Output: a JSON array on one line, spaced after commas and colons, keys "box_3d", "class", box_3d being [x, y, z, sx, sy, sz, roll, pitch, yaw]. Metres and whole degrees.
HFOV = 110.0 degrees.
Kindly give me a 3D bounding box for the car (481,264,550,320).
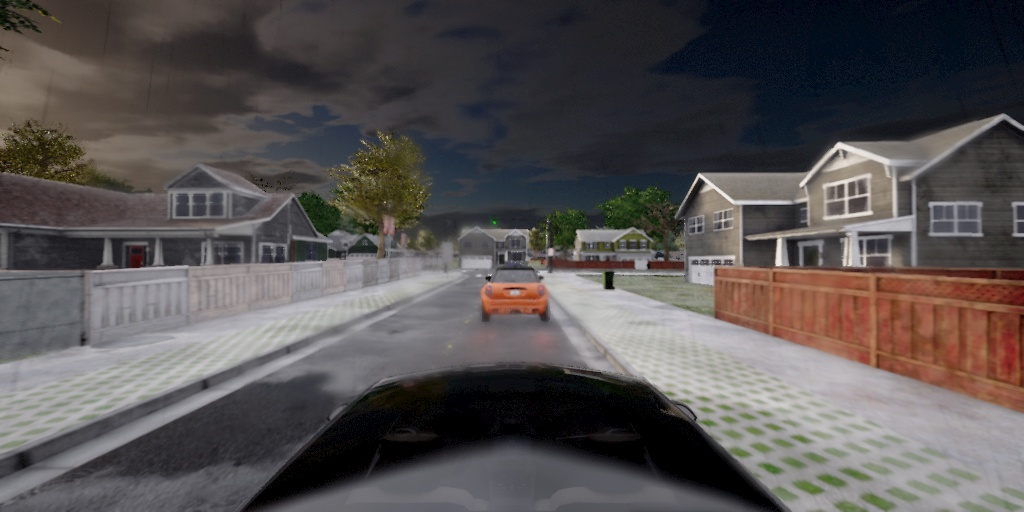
[{"box_3d": [0.100, 1.118, 12.755, 2.097, 1.767, 4.553, 0, 0, 0], "class": "car"}]
